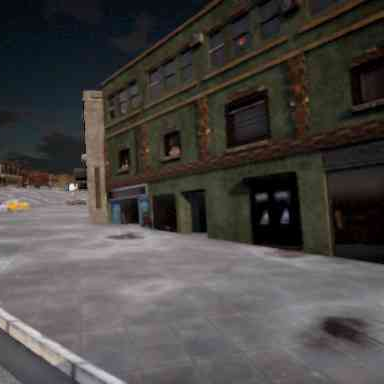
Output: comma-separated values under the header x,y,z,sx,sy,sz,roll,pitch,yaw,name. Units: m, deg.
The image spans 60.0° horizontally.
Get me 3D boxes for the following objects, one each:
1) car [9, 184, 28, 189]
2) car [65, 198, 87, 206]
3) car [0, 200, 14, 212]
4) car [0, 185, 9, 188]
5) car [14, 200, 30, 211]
x,y,z,sx,sy,sz,roll,pitch,yaw,name
-43.753,-1.067,82.040,2.163,1.488,4.792,-5,-3,16,car
-21.842,1.897,62.474,1.812,1.442,4.674,-5,-1,20,car
-22.288,1.734,37.534,1.812,1.442,4.674,-3,0,-9,car
-45.401,-1.416,76.562,2.185,1.767,4.553,-5,-3,18,car
-22.916,1.724,43.228,1.882,1.535,5.008,-3,0,-3,car
